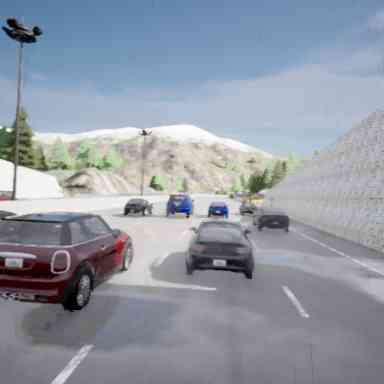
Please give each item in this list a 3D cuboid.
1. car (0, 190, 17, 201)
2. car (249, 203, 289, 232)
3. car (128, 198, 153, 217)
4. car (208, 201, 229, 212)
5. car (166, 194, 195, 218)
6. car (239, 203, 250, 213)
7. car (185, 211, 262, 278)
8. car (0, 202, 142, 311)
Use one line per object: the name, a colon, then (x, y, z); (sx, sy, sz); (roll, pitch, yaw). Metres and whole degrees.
car: (-15.675, 0.607, 25.739); (2.097, 1.767, 4.553); (3, 0, 4)
car: (5.331, 1.780, 22.897); (1.882, 1.535, 5.008); (3, 0, 4)
car: (-4.673, 1.317, 29.606); (1.837, 1.490, 4.892); (3, 0, 4)
car: (2.560, 1.656, 32.474); (1.882, 1.535, 5.008); (3, 0, 4)
car: (-1.051, 1.217, 30.944); (2.150, 2.045, 5.566); (3, 0, 4)
car: (6.540, 1.936, 38.694); (2.033, 1.411, 5.357); (3, 0, 4)
car: (0.866, 1.585, 10.446); (1.812, 1.442, 4.674); (3, 0, 4)
car: (-2.841, 1.221, 7.729); (2.097, 1.767, 4.553); (3, 0, 4)
